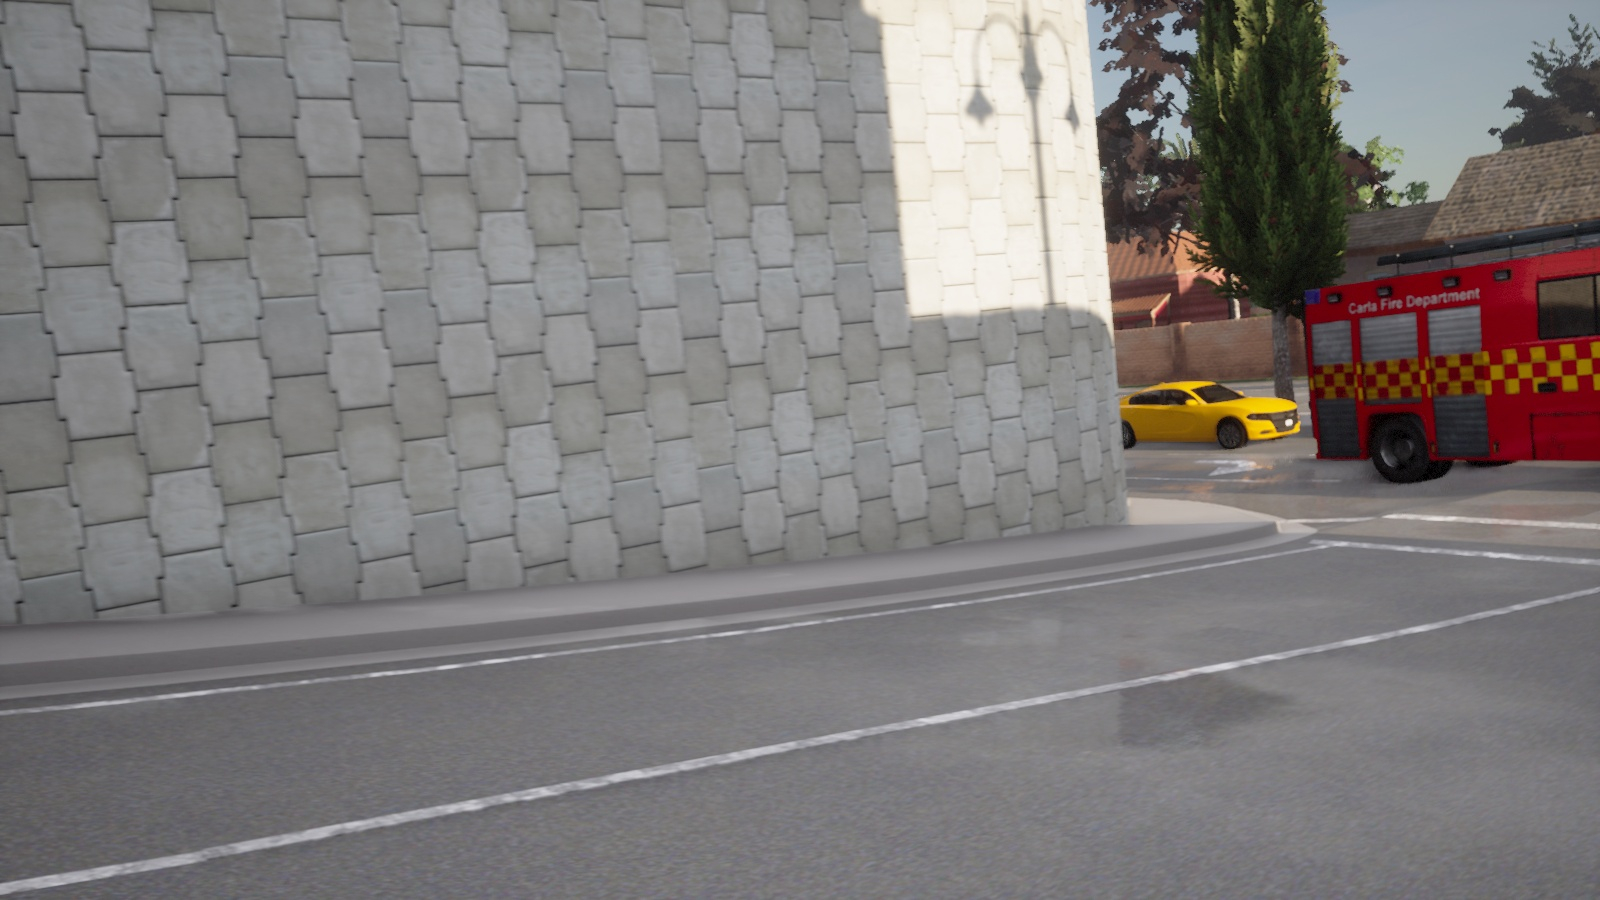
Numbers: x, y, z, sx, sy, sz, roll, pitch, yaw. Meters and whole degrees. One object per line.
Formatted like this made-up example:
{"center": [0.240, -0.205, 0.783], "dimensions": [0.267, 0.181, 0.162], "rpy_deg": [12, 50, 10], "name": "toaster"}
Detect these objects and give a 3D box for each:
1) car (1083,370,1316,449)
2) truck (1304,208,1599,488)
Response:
{"center": [9.325, -0.908, 29.758], "dimensions": [1.882, 1.535, 5.008], "rpy_deg": [-9, 5, -36], "name": "car"}
{"center": [11.966, -1.541, 18.496], "dimensions": [2.891, 3.827, 8.468], "rpy_deg": [-7, 3, -25], "name": "truck"}
